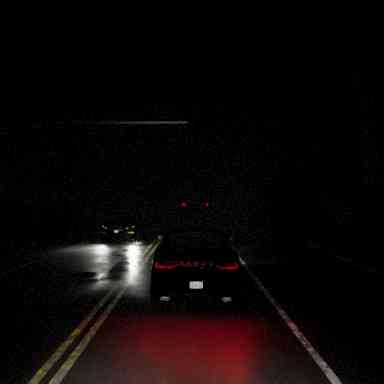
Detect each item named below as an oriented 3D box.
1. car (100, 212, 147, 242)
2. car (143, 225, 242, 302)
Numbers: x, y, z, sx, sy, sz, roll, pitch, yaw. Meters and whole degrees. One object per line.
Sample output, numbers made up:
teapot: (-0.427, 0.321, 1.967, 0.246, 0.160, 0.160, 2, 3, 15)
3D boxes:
car: (-3.598, 1.876, 18.220, 1.837, 1.490, 4.892, 0, -6, 0)
car: (0.083, 1.596, 8.598, 1.882, 1.535, 5.008, 1, -1, 0)
